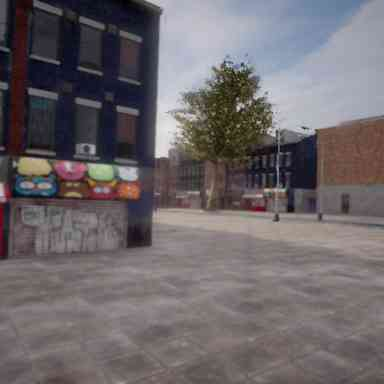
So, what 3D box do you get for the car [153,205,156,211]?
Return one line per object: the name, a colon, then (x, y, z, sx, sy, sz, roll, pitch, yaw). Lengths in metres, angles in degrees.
car: (-7.109, 2.102, 49.399, 2.128, 1.511, 4.902, 3, -3, -35)
